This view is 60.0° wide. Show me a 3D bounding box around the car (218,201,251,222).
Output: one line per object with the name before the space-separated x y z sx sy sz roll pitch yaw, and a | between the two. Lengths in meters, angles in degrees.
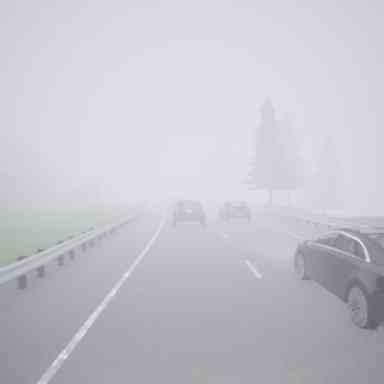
car | 3.115 1.402 25.102 2.128 1.511 4.902 0 0 -3

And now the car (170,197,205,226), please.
car | -0.281 1.270 23.079 2.097 1.767 4.553 0 0 -3

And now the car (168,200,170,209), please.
car | -1.813 1.346 40.857 2.128 1.511 4.902 0 0 -7

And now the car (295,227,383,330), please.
car | 3.601 1.466 6.824 2.128 1.511 4.902 0 0 0
